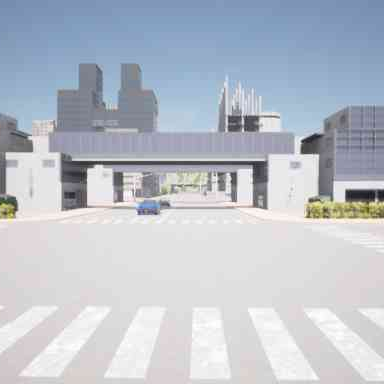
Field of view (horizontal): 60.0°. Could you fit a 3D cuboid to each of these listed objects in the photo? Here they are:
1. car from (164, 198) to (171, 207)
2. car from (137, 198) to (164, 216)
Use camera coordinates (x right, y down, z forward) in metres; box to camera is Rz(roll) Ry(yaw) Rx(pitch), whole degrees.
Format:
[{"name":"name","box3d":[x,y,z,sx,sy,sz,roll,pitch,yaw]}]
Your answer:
[{"name":"car","box3d":[-4.256,1.608,50.405,1.895,1.301,4.718,0,0,0]},{"name":"car","box3d":[-4.221,1.488,33.064,1.882,1.535,5.008,0,0,0]}]
